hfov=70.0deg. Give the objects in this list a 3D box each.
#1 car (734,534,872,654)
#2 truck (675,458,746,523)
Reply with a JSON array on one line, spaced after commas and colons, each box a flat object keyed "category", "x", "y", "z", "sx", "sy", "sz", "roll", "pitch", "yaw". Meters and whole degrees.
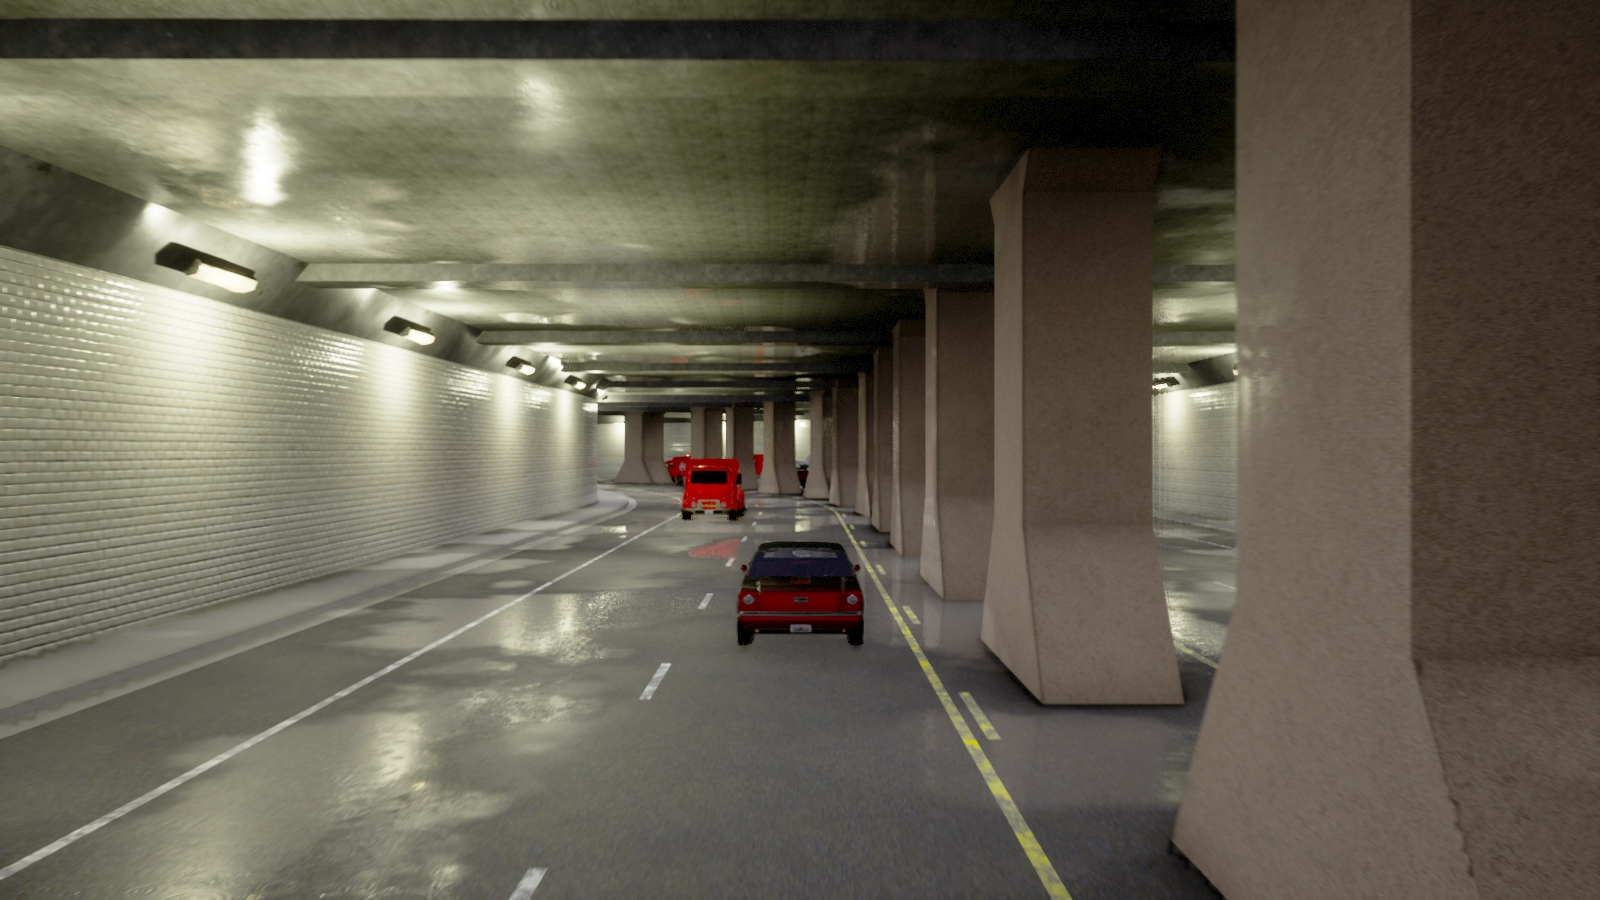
[{"category": "car", "x": 0.040, "y": 2.154, "z": 18.033, "sx": 1.895, "sy": 1.301, "sz": 4.718, "roll": 0, "pitch": 0, "yaw": 0}, {"category": "truck", "x": -3.570, "y": 1.566, "z": 46.490, "sx": 2.627, "sy": 2.467, "sz": 5.204, "roll": 0, "pitch": 0, "yaw": -1}]
